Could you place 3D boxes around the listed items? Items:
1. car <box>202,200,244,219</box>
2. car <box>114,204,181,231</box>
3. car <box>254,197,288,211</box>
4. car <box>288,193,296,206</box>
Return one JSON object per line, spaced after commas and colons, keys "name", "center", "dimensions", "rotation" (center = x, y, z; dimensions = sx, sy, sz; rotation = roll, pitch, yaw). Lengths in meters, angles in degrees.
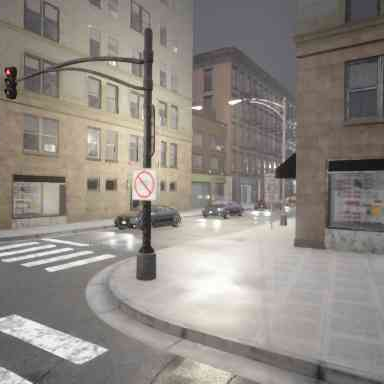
{"name": "car", "center": [2.493, 1.296, 26.254], "dimensions": [1.994, 1.385, 4.181], "rotation": [1, 1, 34]}
{"name": "car", "center": [-2.421, 1.388, 18.887], "dimensions": [1.994, 1.385, 4.181], "rotation": [1, 1, 34]}
{"name": "car", "center": [7.991, 1.191, 34.481], "dimensions": [1.994, 1.385, 4.181], "rotation": [1, 1, 34]}
{"name": "car", "center": [13.713, 0.870, 42.991], "dimensions": [2.097, 1.767, 4.553], "rotation": [1, 1, 34]}
